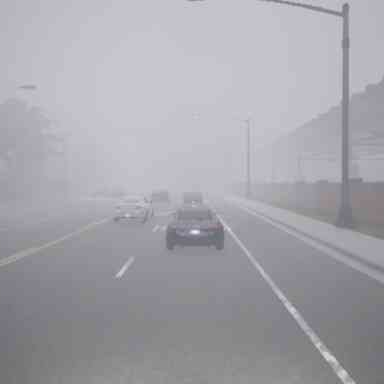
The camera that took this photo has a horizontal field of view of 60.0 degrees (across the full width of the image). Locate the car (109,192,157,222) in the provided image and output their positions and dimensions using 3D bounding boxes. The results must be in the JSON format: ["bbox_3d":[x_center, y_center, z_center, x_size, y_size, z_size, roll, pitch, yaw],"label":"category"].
[{"bbox_3d":[-3.400,0.936,19.860,1.812,1.442,4.674,0,2,0],"label":"car"}]

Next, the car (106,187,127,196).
[{"bbox_3d":[-10.542,0.086,48.041,1.837,1.490,4.892,0,1,1],"label":"car"}]

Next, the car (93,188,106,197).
[{"bbox_3d":[-14.000,0.064,52.016,1.895,1.301,4.718,0,2,0],"label":"car"}]

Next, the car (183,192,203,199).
[{"bbox_3d":[0.100,0.604,33.699,1.895,1.301,4.718,0,2,0],"label":"car"}]

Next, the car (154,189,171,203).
[{"bbox_3d":[-3.401,0.384,36.988,1.882,1.535,5.008,0,2,0],"label":"car"}]

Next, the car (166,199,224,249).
[{"bbox_3d":[0.102,1.188,12.612,1.994,1.385,4.181,0,2,0],"label":"car"}]
